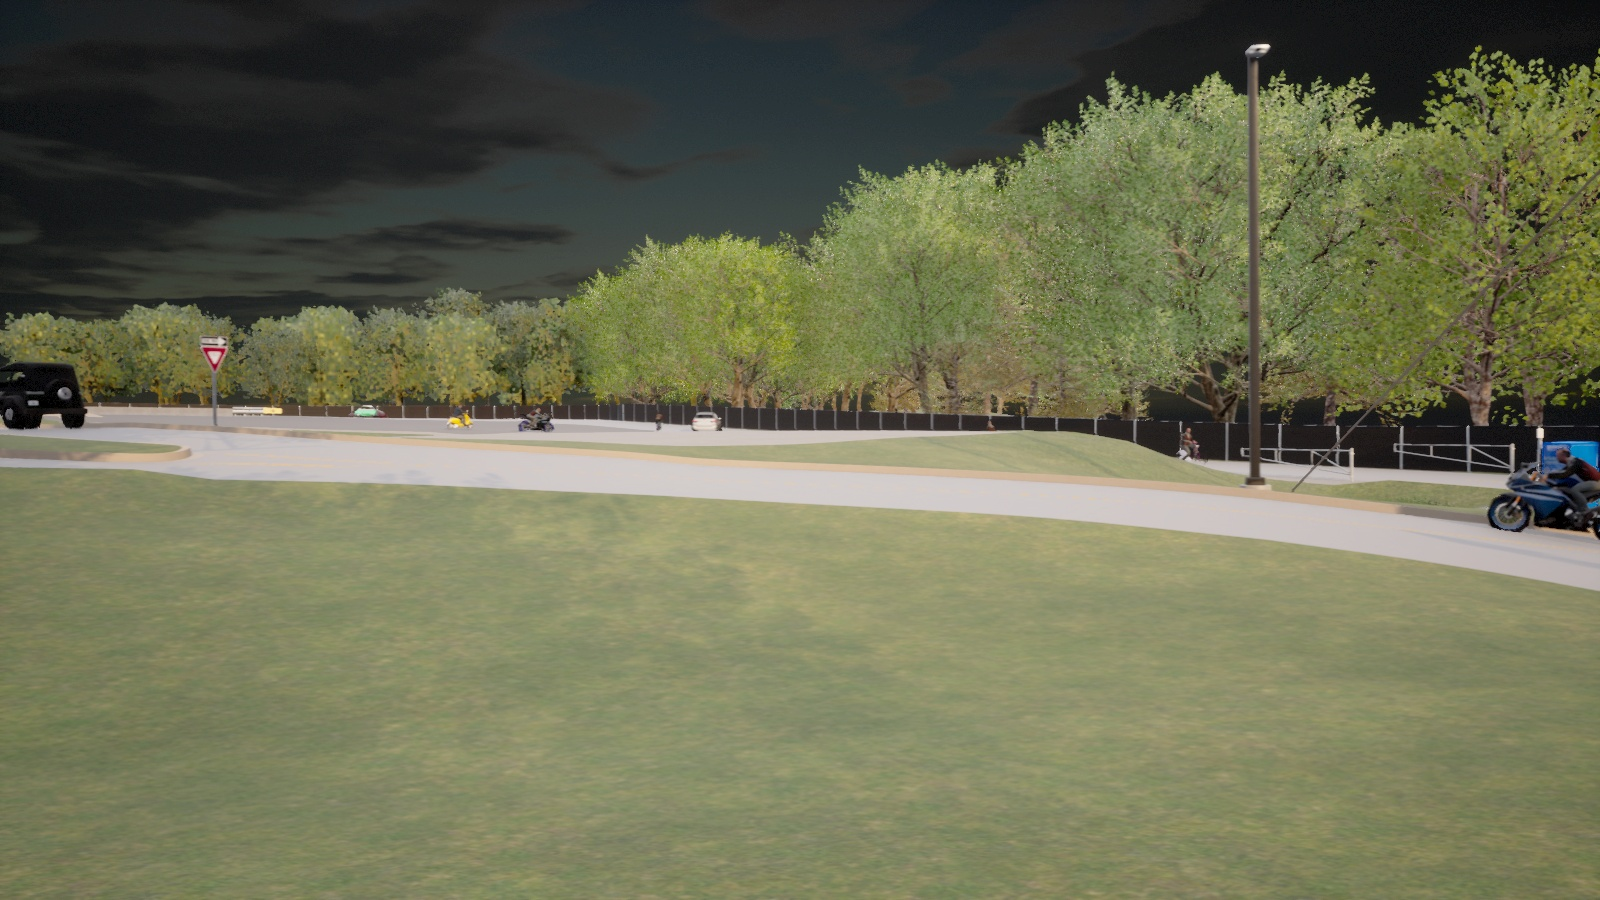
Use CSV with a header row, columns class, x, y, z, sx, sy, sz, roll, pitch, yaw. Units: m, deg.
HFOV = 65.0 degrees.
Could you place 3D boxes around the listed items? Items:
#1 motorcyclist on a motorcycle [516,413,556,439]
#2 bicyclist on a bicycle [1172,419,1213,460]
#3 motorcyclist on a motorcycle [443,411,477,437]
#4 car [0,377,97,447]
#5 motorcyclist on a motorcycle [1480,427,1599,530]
class,x,y,z,sx,sy,sz,roll,pitch,yaw
motorcyclist on a motorcycle,-15.950,-1.423,75.989,2.191,1.530,0.866,1,1,-32
bicyclist on a bicycle,17.490,-0.487,55.995,0.659,1.776,1.843,-3,2,-26
motorcyclist on a motorcycle,-20.939,-1.576,77.341,1.817,1.590,0.866,-1,1,-44
car,-22.173,-1.053,35.909,3.866,1.878,1.905,-1,2,32
motorcyclist on a motorcycle,12.645,0.470,20.913,2.191,1.530,0.866,5,4,28
